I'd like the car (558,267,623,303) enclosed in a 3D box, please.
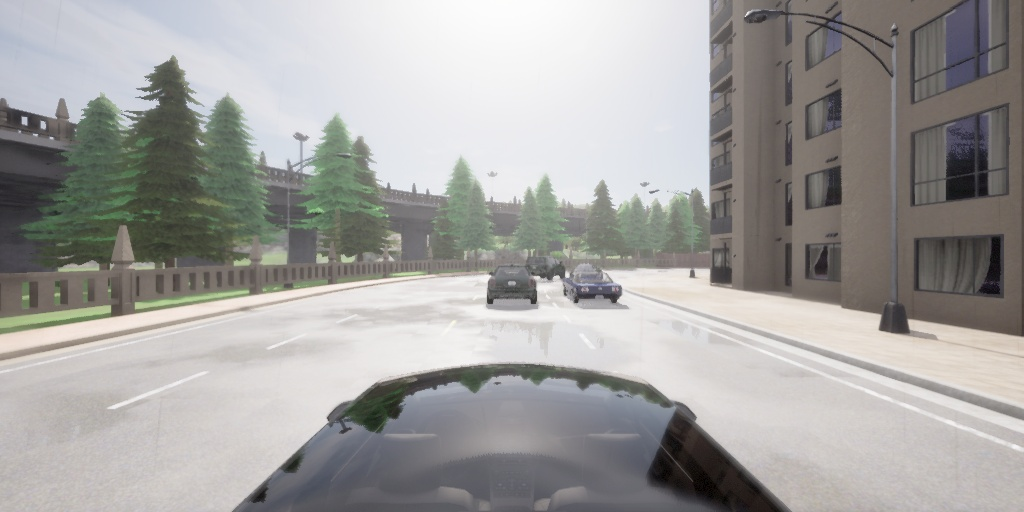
[{"bbox_3d":[3.500,1.366,16.530,1.895,1.301,4.718,0,0,0],"label":"car"}]

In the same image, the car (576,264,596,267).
[{"bbox_3d":[6.017,1.322,28.811,1.994,1.385,4.181,0,0,25],"label":"car"}]

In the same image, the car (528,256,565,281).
[{"bbox_3d":[2.865,1.008,30.333,2.150,2.045,5.566,0,0,25],"label":"car"}]

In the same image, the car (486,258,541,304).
[{"bbox_3d":[0.000,1.116,16.470,2.097,1.767,4.553,0,0,0],"label":"car"}]
